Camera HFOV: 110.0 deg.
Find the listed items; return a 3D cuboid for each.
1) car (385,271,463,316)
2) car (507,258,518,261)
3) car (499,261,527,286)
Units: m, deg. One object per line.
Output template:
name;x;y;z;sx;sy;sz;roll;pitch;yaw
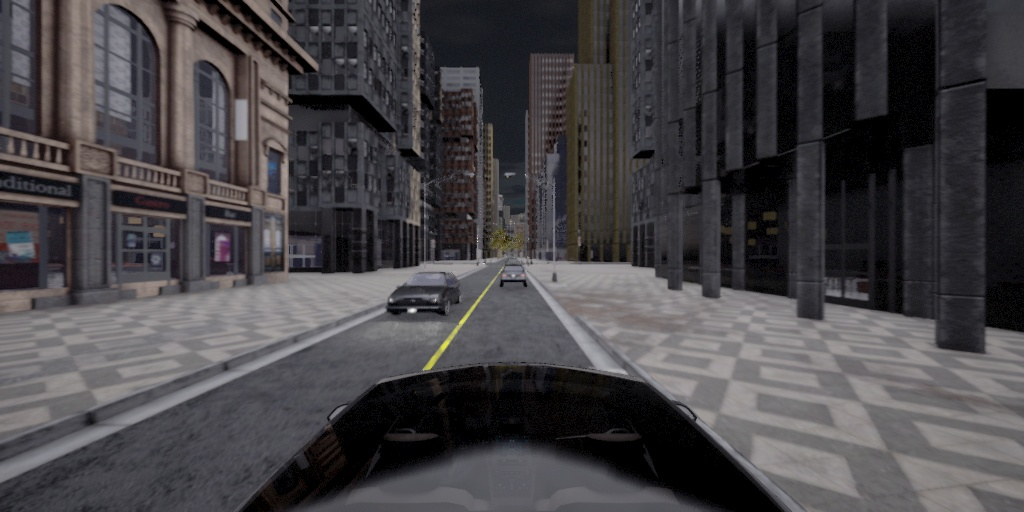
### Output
car;-3.047;1.295;13.671;2.033;1.411;5.357;0;0;0
car;0.090;1.078;48.650;2.097;1.767;4.553;0;0;0
car;0.095;1.290;24.940;2.033;1.411;5.357;0;0;0
